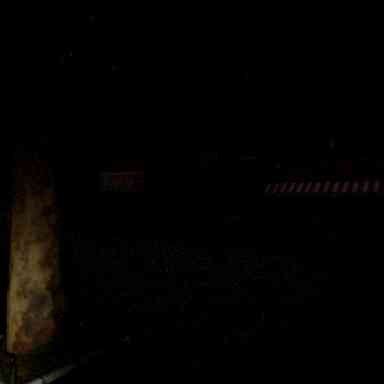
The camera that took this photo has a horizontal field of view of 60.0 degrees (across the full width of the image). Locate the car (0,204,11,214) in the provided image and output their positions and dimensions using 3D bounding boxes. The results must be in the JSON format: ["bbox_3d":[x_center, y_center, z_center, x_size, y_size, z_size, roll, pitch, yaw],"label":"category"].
[{"bbox_3d":[-21.908,2.071,39.305,1.947,1.339,4.313,-1,-1,35],"label":"car"}]
